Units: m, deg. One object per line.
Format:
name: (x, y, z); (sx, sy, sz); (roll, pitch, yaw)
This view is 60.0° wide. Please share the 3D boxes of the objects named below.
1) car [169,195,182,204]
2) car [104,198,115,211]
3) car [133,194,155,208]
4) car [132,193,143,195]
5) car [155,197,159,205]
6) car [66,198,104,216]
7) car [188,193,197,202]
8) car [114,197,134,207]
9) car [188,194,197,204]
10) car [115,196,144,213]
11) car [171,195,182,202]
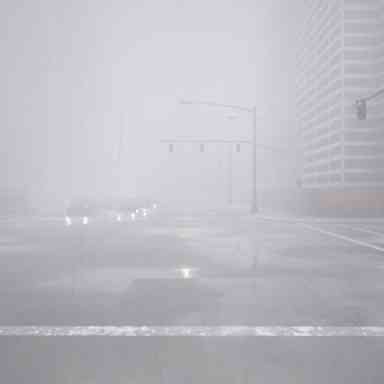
car: (-3.385, 1.486, 64.069); (2.128, 1.511, 4.902); (0, 0, 0)
car: (-10.522, 1.474, 41.828); (1.882, 1.535, 5.008); (0, 0, 0)
car: (-7.010, 1.487, 48.161); (2.128, 1.511, 4.902); (0, 0, 0)
car: (-10.444, 1.472, 62.020); (1.882, 1.535, 5.008); (0, 0, 0)
car: (-6.974, 1.595, 58.485); (1.895, 1.301, 4.718); (0, 0, 0)
car: (-10.579, 1.349, 32.696); (2.097, 1.767, 4.553); (0, 0, 1)
car: (0.134, 1.177, 74.317); (2.097, 1.767, 4.553); (0, 0, 0)
car: (-10.502, 1.543, 51.739); (2.033, 1.411, 5.357); (0, 0, 0)
car: (0.115, 1.541, 64.062); (2.033, 1.411, 5.357); (0, 0, 0)
car: (-7.032, 1.501, 37.811); (1.837, 1.490, 4.892); (0, 0, 0)
car: (-3.366, 1.347, 74.353); (2.128, 1.511, 4.902); (0, 0, 0)
